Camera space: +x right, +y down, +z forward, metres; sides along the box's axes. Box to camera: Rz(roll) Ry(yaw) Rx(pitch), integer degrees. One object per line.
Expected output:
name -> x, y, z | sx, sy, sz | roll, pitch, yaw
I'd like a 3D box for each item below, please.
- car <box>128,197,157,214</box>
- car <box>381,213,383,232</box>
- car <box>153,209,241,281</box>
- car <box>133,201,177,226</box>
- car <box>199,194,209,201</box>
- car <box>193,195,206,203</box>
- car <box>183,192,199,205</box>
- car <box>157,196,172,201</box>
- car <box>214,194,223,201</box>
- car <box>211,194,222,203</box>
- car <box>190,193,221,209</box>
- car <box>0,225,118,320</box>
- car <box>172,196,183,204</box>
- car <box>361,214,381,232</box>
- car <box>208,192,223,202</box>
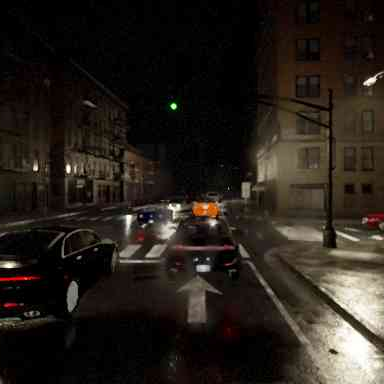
car -> -5.120, 1.414, 33.668 | 1.812, 1.442, 4.674 | 0, 0, 5
car -> 12.853, 1.631, 16.984 | 4.902, 1.511, 2.128 | 1, 0, 6
car -> 0.317, 1.467, 9.793 | 2.128, 1.511, 4.902 | 0, 0, 2
car -> -2.388, 1.533, 22.806 | 1.895, 1.301, 4.718 | 0, 0, 3
car -> 2.728, 1.115, 74.641 | 1.837, 1.490, 4.892 | 0, 0, 7
car -> 1.557, 1.285, 65.109 | 2.033, 1.411, 5.357 | 0, 0, 7
car -> 0.334, 1.009, 55.123 | 2.150, 2.045, 5.566 | 0, 0, 7
car -> -4.235, 1.348, 43.727 | 1.837, 1.490, 4.892 | 0, 0, 6
car -> 5.954, 1.143, 74.245 | 1.812, 1.442, 4.674 | 0, 0, 7
car -> 4.750, 1.220, 64.449 | 1.882, 1.535, 5.008 | 0, 0, 7
car -> 1.229, 1.264, 28.739 | 2.097, 1.767, 4.553 | 0, 0, 4
car -> -2.997, 1.483, 7.326 | 1.837, 1.490, 4.892 | 0, 0, 1
car -> -2.700, 1.376, 57.286 | 1.895, 1.301, 4.718 | 0, 0, 7
car -> 12.897, 1.655, 20.266 | 4.674, 1.442, 1.812 | 1, 0, 7
car -> 3.494, 1.015, 54.147 | 2.150, 2.045, 5.566 | 0, 0, 7
